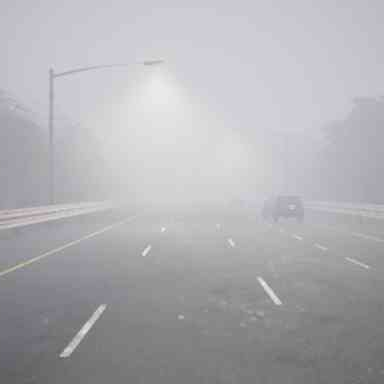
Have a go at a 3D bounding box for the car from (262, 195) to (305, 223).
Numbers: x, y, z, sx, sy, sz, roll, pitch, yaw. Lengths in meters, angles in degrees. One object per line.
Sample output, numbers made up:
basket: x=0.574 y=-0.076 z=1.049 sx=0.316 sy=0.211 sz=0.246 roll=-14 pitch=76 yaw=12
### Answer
car: x=7.031 y=1.234 z=26.054 sx=2.150 sy=2.045 sz=5.566 roll=0 pitch=0 yaw=0

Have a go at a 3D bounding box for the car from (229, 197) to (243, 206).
car: x=7.129 y=1.519 z=54.229 sx=1.882 sy=1.535 sz=5.008 roll=0 pitch=0 yaw=0
